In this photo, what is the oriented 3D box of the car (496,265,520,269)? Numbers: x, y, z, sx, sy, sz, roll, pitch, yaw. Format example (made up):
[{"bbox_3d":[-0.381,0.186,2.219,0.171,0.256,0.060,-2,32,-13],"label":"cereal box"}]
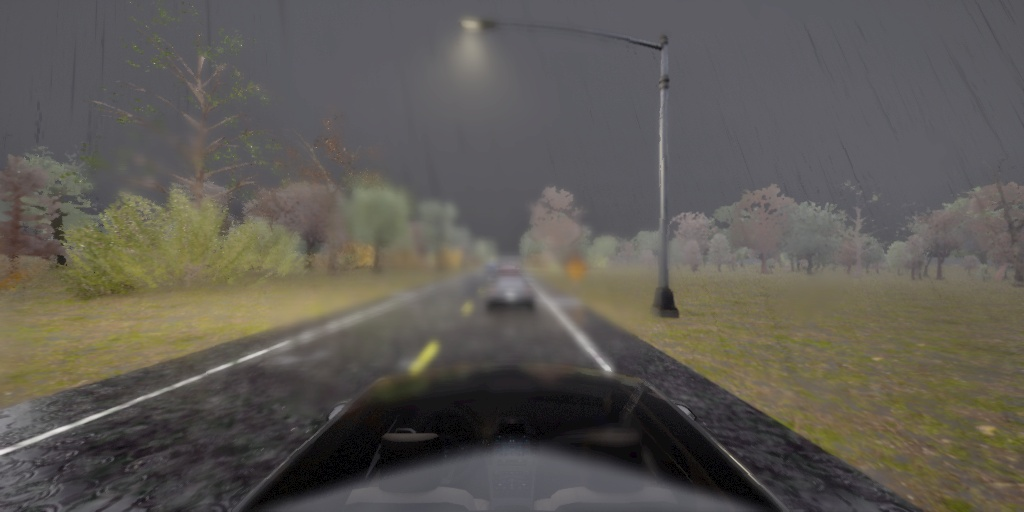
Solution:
[{"bbox_3d":[-0.102,1.524,31.124,1.882,1.535,5.008,0,0,0],"label":"car"}]

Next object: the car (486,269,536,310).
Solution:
[{"bbox_3d":[-0.031,1.452,15.418,1.994,1.385,4.181,0,0,0],"label":"car"}]

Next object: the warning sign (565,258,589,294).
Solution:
[{"bbox_3d":[3.479,1.042,19.284,1.300,1.860,1.060,0,0,0],"label":"warning sign"}]
